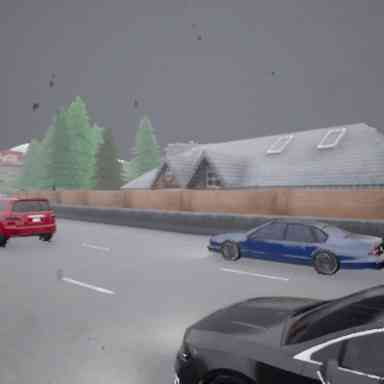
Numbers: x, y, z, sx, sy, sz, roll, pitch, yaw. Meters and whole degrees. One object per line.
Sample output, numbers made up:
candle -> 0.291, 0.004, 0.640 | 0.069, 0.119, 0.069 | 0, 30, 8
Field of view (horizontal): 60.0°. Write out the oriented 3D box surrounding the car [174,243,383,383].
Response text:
car -> 2.079, 1.514, 2.600 | 4.892, 1.490, 1.837 | 0, 0, 35

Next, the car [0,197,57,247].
car -> -8.424, 1.247, 15.531 | 5.566, 2.045, 2.150 | 0, 0, 42

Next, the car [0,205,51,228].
car -> -11.952, 1.641, 23.723 | 4.718, 1.301, 1.895 | 0, 0, 45

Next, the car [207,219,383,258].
car -> 3.100, 1.575, 10.499 | 5.357, 1.411, 2.033 | 0, 0, 37
